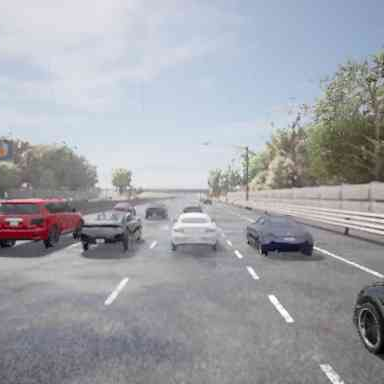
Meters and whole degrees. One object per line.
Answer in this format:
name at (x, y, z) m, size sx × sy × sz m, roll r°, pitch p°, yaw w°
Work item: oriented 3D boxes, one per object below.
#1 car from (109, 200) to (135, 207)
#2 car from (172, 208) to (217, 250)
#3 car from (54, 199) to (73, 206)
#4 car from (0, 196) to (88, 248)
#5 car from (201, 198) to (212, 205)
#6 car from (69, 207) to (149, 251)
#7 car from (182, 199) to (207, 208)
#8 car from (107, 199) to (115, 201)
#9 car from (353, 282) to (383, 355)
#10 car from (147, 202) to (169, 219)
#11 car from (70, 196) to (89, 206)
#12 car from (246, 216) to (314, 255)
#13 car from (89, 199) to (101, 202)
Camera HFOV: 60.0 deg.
car at (-6.906, 1.821, 33.761) m, size 1.812 × 1.442 × 4.674 m, roll 0°, pitch 0°, yaw 0°
car at (0.098, 1.654, 14.831) m, size 1.812 × 1.442 × 4.674 m, roll 0°, pitch -1°, yaw 0°
car at (-28.012, 2.165, 72.699) m, size 2.033 × 1.411 × 5.357 m, roll 0°, pitch -1°, yaw 0°
car at (-6.904, 1.357, 15.620) m, size 2.150 × 2.045 × 5.566 m, roll 0°, pitch -1°, yaw 0°
car at (3.488, 2.197, 76.590) m, size 1.837 × 1.490 × 4.892 m, roll 0°, pitch -1°, yaw 0°
car at (-3.403, 1.619, 14.763) m, size 2.128 × 1.511 × 4.902 m, roll 0°, pitch -1°, yaw 0°
car at (0.096, 1.777, 32.633) m, size 2.128 × 1.511 × 4.902 m, roll 0°, pitch -1°, yaw 0°
car at (-17.512, 2.179, 72.284) m, size 1.994 × 1.385 × 4.181 m, roll 0°, pitch -1°, yaw 0°
car at (3.534, 1.578, 3.543) m, size 1.994 × 1.385 × 4.181 m, roll 0°, pitch 0°, yaw -1°
car at (-3.404, 1.791, 32.702) m, size 1.837 × 1.490 × 4.892 m, roll 0°, pitch -1°, yaw 0°
car at (-24.512, 1.850, 72.673) m, size 2.150 × 2.045 × 5.566 m, roll 0°, pitch -1°, yaw 0°
car at (3.500, 1.681, 13.936) m, size 1.994 × 1.385 × 4.181 m, roll 0°, pitch -1°, yaw 0°
car at (-21.012, 2.150, 72.284) m, size 1.812 × 1.442 × 4.674 m, roll 0°, pitch -1°, yaw 0°
